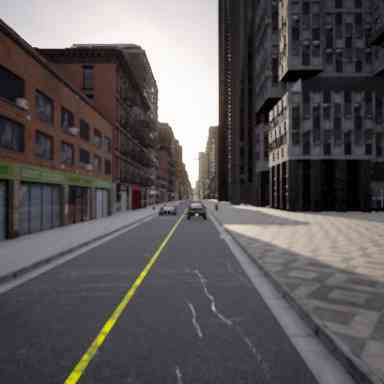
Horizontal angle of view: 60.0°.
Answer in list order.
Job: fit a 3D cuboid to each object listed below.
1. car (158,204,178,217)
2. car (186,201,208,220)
[{"bbox_3d":[-2.670,2.061,38.007,1.994,1.385,4.181,0,-1,1],"label":"car"},{"bbox_3d":[0.476,1.941,33.319,1.837,1.490,4.892,0,-1,0],"label":"car"}]
